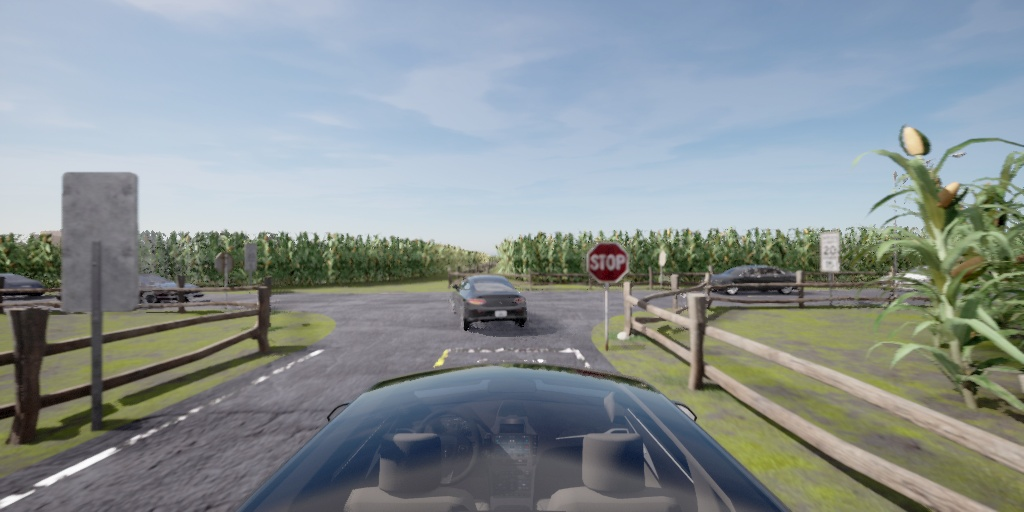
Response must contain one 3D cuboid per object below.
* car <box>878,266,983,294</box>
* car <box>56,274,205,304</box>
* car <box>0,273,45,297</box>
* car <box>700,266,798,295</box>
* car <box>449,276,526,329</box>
[{"bbox_3d":[22.796,1.242,19.492,4.674,1.442,1.812,0,0,0],"label":"car"},{"bbox_3d":[-17.531,1.548,16.599,5.357,1.411,2.033,0,0,0],"label":"car"},{"bbox_3d":[-28.536,1.658,19.565,4.181,1.385,1.994,0,0,0],"label":"car"},{"bbox_3d":[12.819,1.287,19.469,4.892,1.490,1.837,0,0,-1],"label":"car"},{"bbox_3d":[-0.876,1.353,11.554,1.812,1.442,4.674,0,0,-15],"label":"car"}]
